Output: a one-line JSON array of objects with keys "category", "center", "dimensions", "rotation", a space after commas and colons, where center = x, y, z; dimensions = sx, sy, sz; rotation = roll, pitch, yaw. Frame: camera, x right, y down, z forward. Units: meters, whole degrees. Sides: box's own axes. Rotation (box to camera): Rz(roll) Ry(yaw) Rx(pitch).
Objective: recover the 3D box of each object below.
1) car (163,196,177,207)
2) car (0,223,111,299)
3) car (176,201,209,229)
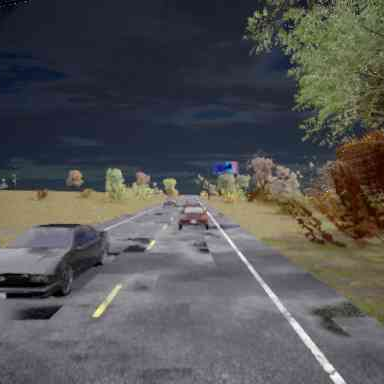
[{"category": "car", "center": [-3.502, 1.464, 54.642], "dimensions": [2.097, 1.767, 4.553], "rotation": [0, 0, 0]}, {"category": "car", "center": [-3.602, 1.562, 8.878], "dimensions": [2.033, 1.411, 5.357], "rotation": [0, 0, 0]}, {"category": "car", "center": [0.100, 1.562, 21.675], "dimensions": [1.812, 1.442, 4.674], "rotation": [0, 0, 0]}]
